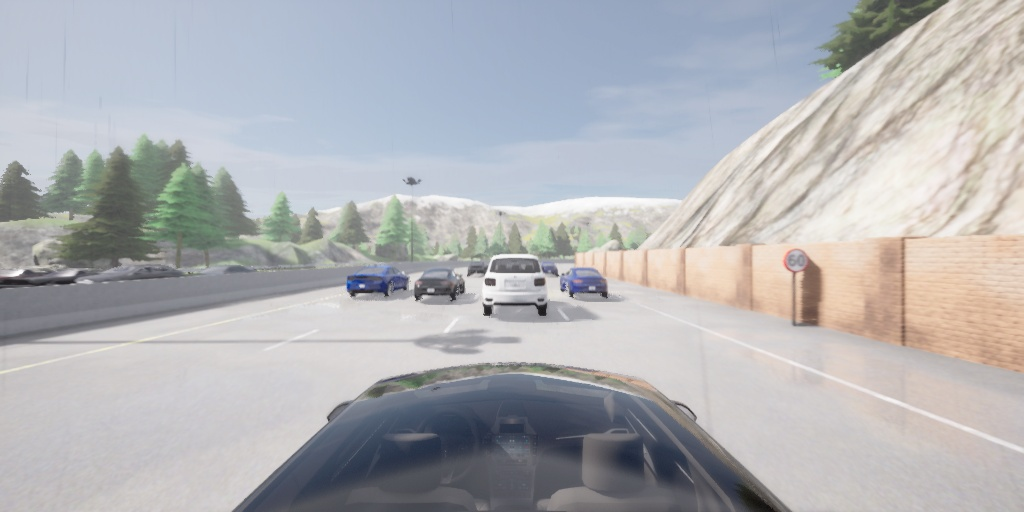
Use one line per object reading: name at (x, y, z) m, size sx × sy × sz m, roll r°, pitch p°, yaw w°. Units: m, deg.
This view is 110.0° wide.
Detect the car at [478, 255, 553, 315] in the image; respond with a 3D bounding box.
car at (0.097, 0.978, 13.748) m, size 2.150 × 2.045 × 5.566 m, roll 0°, pitch 0°, yaw 0°

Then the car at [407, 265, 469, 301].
car at (-3.419, 1.283, 17.374) m, size 1.812 × 1.442 × 4.674 m, roll 0°, pitch 0°, yaw 0°

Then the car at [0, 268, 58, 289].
car at (-24.604, 1.358, 19.946) m, size 1.895 × 1.301 × 4.718 m, roll 0°, pitch 0°, yaw 0°

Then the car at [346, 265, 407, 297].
car at (-6.904, 1.236, 18.980) m, size 1.882 × 1.535 × 5.008 m, roll 0°, pitch 0°, yaw 0°

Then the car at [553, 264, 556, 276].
car at (3.592, 1.294, 36.536) m, size 1.812 × 1.442 × 4.674 m, roll 0°, pitch 0°, yaw 0°

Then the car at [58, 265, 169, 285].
car at (-21.104, 1.249, 20.065) m, size 2.128 × 1.511 × 4.902 m, roll 0°, pitch 0°, yaw 0°

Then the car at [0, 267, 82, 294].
car at (-28.104, 1.357, 20.272) m, size 1.895 × 1.301 × 4.718 m, roll 0°, pitch 0°, yaw 0°

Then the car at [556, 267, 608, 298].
car at (3.582, 1.285, 18.360) m, size 1.812 × 1.442 × 4.674 m, roll 0°, pitch 0°, yaw 0°

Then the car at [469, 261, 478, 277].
car at (-3.409, 1.273, 36.537) m, size 1.837 × 1.490 × 4.892 m, roll 0°, pitch 0°, yaw 0°

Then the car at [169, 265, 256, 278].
car at (-17.604, 1.284, 21.806) m, size 1.812 × 1.442 × 4.674 m, roll 0°, pitch 0°, yaw 0°
